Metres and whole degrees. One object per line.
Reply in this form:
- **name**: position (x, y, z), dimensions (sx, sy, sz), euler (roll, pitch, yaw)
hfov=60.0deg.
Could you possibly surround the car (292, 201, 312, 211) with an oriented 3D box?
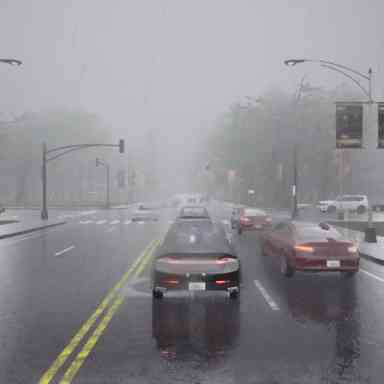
- **car**: position (14.811, 1.772, 40.764), dimensions (4.718, 1.301, 1.895), euler (0, 0, 0)

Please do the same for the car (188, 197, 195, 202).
- **car**: position (-0.127, 1.965, 92.940), dimensions (1.994, 1.385, 4.181), euler (0, -1, 0)

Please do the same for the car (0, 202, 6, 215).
- **car**: position (-20.182, 1.224, 30.508), dimensions (5.566, 2.045, 2.150), euler (0, 0, -1)

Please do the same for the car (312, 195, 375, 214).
- **car**: position (17.056, 1.399, 37.541), dimensions (5.566, 2.045, 2.150), euler (0, 0, -1)

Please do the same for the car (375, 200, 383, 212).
- **car**: position (23.942, 1.695, 40.849), dimensions (5.008, 1.535, 1.882), euler (0, 0, 0)

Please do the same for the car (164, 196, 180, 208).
- **car**: position (-3.151, 1.615, 45.861), dimensions (2.128, 1.511, 4.902), euler (0, -1, -5)

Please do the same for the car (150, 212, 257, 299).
- **car**: position (0.088, 1.496, 8.444), dimensions (2.128, 1.511, 4.902), euler (0, 0, 0)

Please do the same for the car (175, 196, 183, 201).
- **car**: position (-3.369, 1.702, 87.527), dimensions (1.812, 1.442, 4.674), euler (0, -1, 0)

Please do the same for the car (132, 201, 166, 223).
- **car**: position (-3.384, 1.651, 25.684), dimensions (1.895, 1.301, 4.718), euler (0, 0, 0)

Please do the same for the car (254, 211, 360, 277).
- **car**: position (3.332, 1.533, 10.162), dimensions (1.812, 1.442, 4.674), euler (0, 0, 0)

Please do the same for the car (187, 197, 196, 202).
- **car**: position (-0.112, 1.893, 82.487), dimensions (1.882, 1.535, 5.008), euler (0, -1, 0)

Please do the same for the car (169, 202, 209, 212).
- **car**: position (0.077, 1.517, 17.851), dimensions (2.128, 1.511, 4.902), euler (0, 0, 0)

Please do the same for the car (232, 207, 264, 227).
- **car**: position (3.335, 1.555, 18.970), dimensions (1.812, 1.442, 4.674), euler (0, 0, 1)

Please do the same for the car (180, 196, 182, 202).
- **car**: position (-3.408, 1.765, 59.469), dimensions (1.994, 1.385, 4.181), euler (0, 0, 0)

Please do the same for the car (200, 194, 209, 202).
- **car**: position (3.138, 1.642, 82.558), dimensions (2.150, 2.045, 5.566), euler (0, -1, 0)
